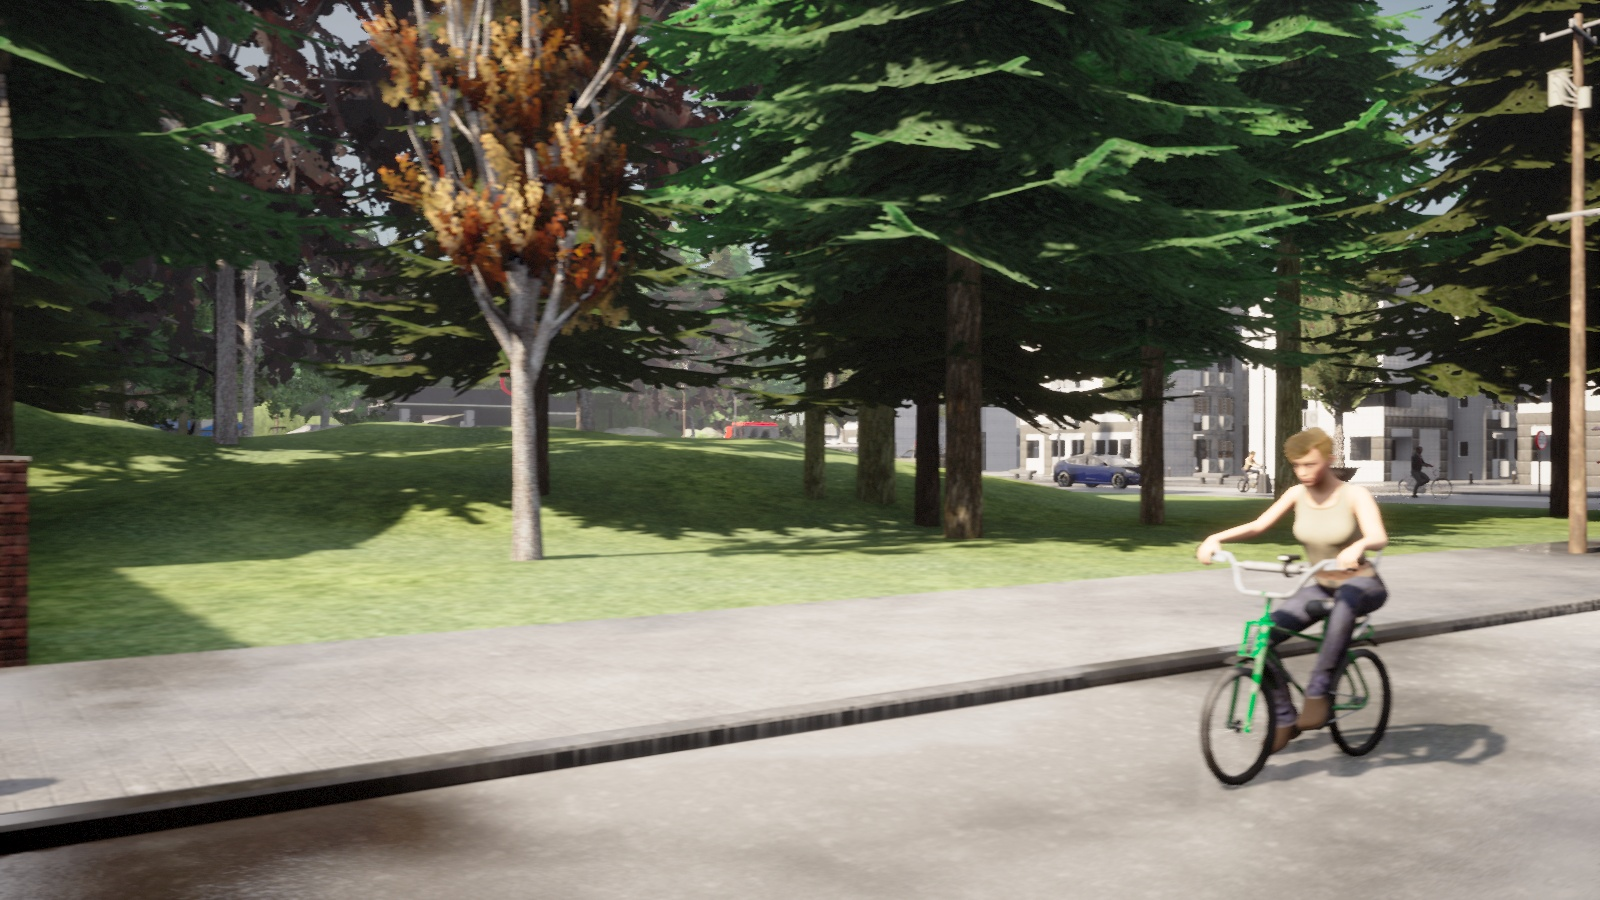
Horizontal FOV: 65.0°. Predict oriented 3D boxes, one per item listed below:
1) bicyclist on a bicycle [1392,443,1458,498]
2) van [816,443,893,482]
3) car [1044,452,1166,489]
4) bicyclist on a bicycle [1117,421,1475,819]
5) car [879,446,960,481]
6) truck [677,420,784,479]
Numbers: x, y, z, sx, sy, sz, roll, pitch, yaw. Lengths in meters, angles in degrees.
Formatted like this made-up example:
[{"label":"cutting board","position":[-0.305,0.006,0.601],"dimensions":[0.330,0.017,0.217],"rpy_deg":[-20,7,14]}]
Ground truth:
[{"label":"bicyclist on a bicycle","position":[20.745,0.674,41.711],"dimensions":[0.659,1.776,1.843],"rpy_deg":[0,0,-34]},{"label":"van","position":[2.897,0.657,67.436],"dimensions":[1.775,1.987,4.442],"rpy_deg":[0,0,-35]},{"label":"car","position":[12.821,0.848,53.102],"dimensions":[2.163,1.488,4.792],"rpy_deg":[0,0,-35]},{"label":"bicyclist on a bicycle","position":[2.333,0.691,5.884],"dimensions":[1.509,1.612,0.866],"rpy_deg":[0,0,-35]},{"label":"car","position":[6.539,0.717,69.201],"dimensions":[1.932,1.855,4.605],"rpy_deg":[0,0,-35]},{"label":"truck","position":[-4.415,-0.036,78.121],"dimensions":[2.891,3.462,7.936],"rpy_deg":[0,0,-35]}]
